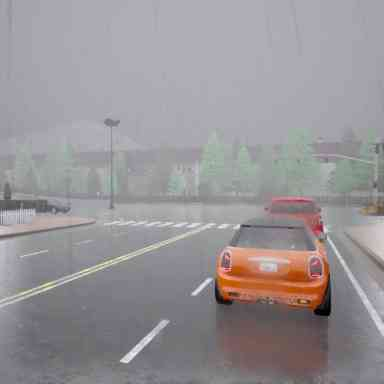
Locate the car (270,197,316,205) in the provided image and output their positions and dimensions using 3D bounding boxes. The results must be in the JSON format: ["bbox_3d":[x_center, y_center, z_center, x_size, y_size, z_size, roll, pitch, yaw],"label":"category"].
[{"bbox_3d":[4.271,1.221,14.150,2.150,2.045,5.566,0,0,16],"label":"car"}]

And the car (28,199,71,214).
[{"bbox_3d":[-15.227,1.502,35.212,4.892,1.490,1.837,0,0,18],"label":"car"}]

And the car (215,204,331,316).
[{"bbox_3d":[2.056,1.352,7.890,2.097,1.767,4.553,0,0,19],"label":"car"}]

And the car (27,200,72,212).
[{"bbox_3d":[-16.814,1.592,39.325,4.718,1.301,1.895,0,0,16],"label":"car"}]
